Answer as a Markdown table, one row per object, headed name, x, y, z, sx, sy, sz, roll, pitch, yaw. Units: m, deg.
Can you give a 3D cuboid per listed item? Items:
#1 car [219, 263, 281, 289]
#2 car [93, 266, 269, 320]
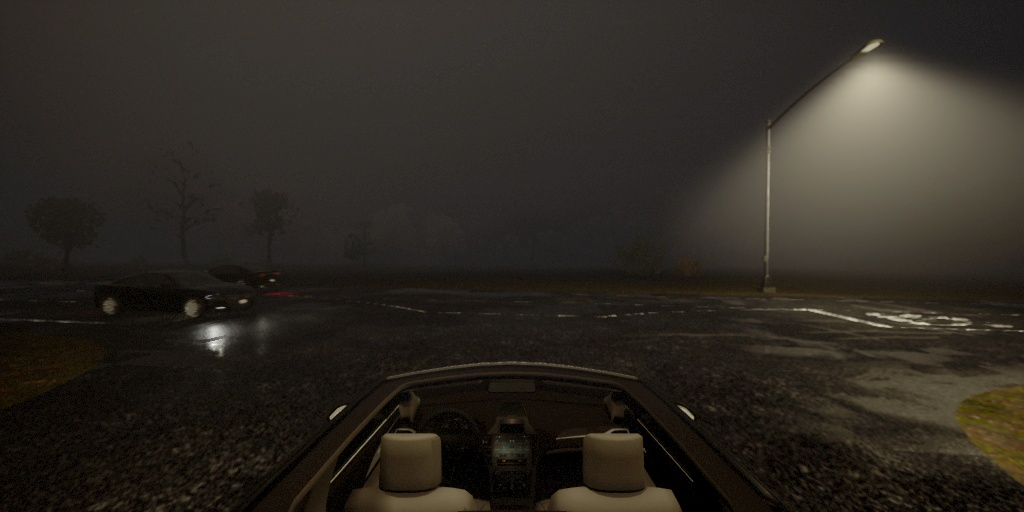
| name | x | y | z | sx | sy | sz | roll | pitch | yaw |
| --- | --- | --- | --- | --- | --- | --- | --- | --- | --- |
| car | -15.581 | 1.160 | 19.989 | 5.008 | 1.535 | 1.882 | 1 | 0 | 7 |
| car | -11.528 | 1.237 | 12.398 | 5.008 | 1.535 | 1.882 | 0 | 0 | 7 |
